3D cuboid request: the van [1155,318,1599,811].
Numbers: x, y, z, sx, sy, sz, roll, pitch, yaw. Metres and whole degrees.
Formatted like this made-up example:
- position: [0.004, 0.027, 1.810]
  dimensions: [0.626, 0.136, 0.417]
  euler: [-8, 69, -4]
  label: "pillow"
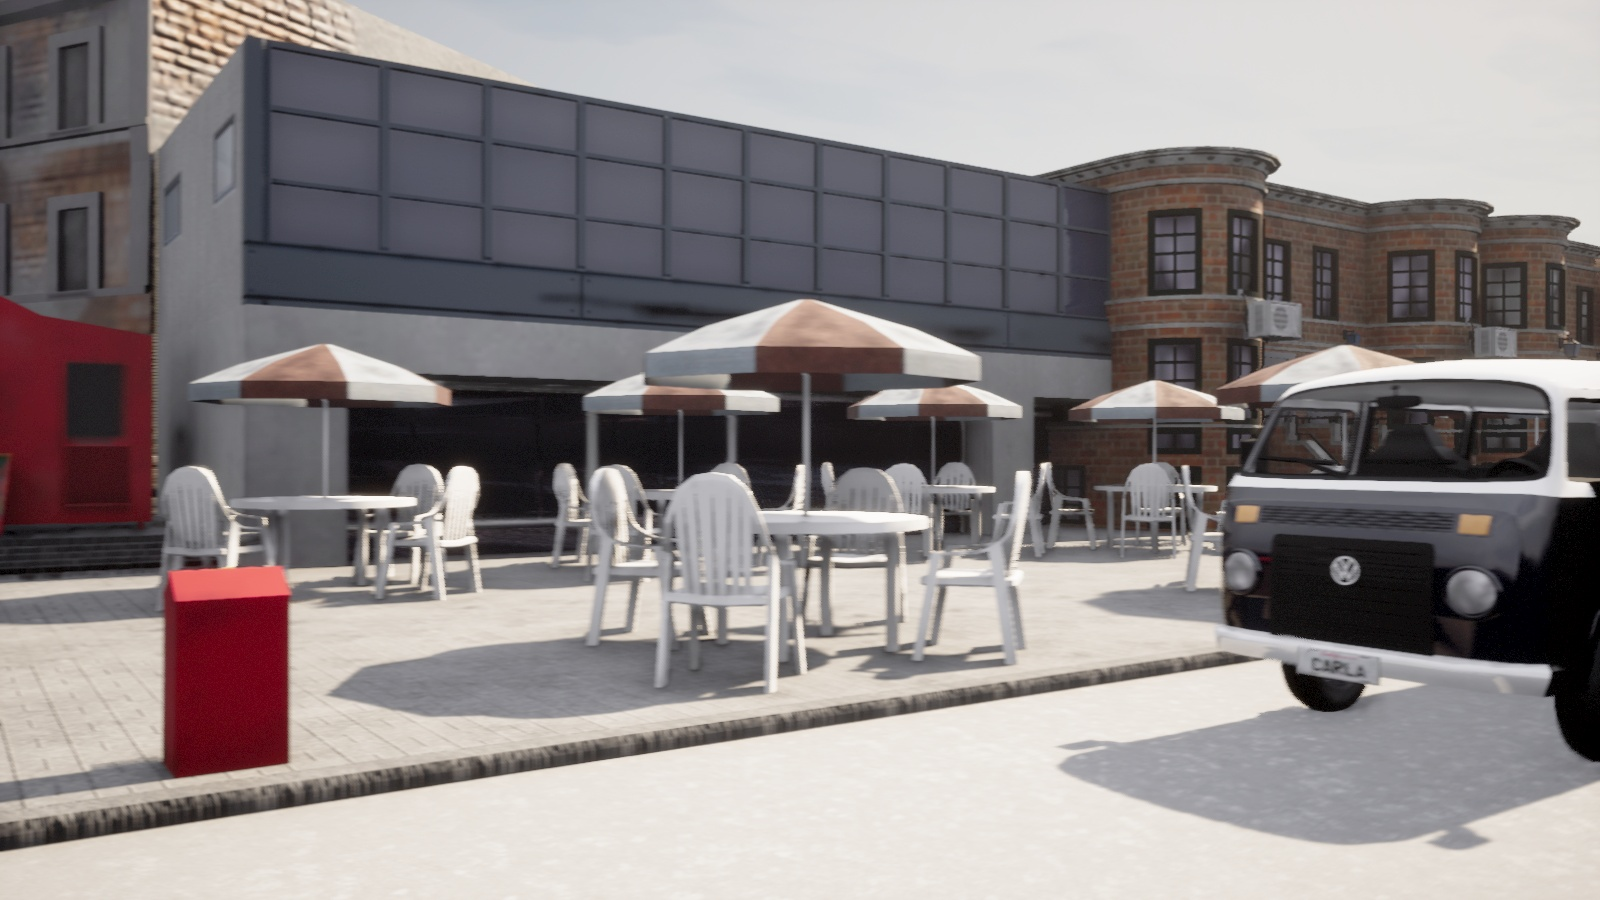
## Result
- position: [4.380, 0.477, 7.322]
  dimensions: [4.480, 2.038, 2.069]
  euler: [0, 0, -35]
  label: "van"
